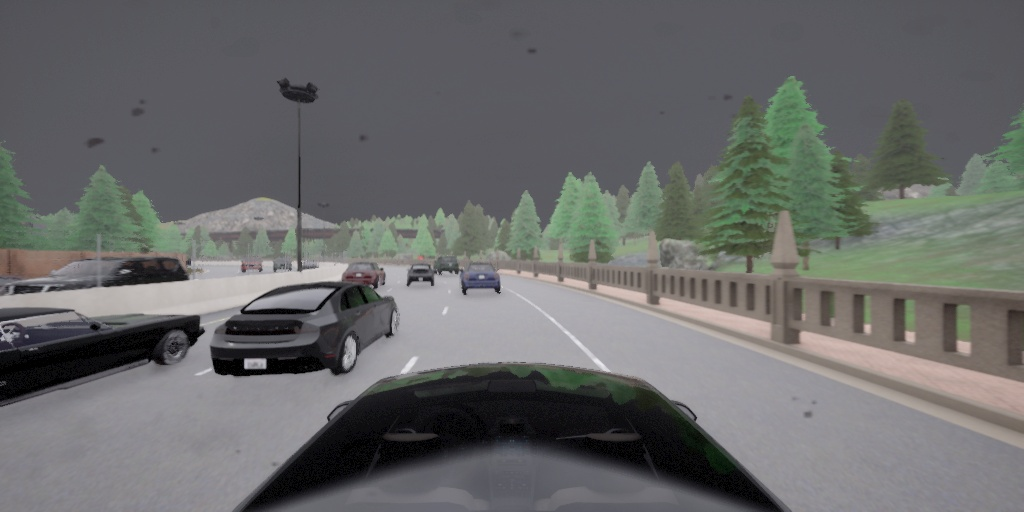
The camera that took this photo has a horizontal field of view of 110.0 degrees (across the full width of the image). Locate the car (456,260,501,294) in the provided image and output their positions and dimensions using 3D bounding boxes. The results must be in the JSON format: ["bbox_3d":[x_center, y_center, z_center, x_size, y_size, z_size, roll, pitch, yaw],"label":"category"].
[{"bbox_3d":[-1.984,1.141,21.083,2.097,1.767,4.553,0,0,-10],"label":"car"}]

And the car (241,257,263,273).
[{"bbox_3d":[-35.431,1.184,49.010,2.150,2.045,5.566,0,0,-32],"label":"car"}]

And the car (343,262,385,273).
[{"bbox_3d":[-9.636,1.175,23.591,2.097,1.767,4.553,0,0,-12],"label":"car"}]

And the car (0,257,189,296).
[{"bbox_3d":[-15.041,1.050,13.481,2.150,2.045,5.566,0,0,-8],"label":"car"}]

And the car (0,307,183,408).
[{"bbox_3d":[-7.095,1.384,5.107,1.895,1.301,4.718,0,0,-2],"label":"car"}]

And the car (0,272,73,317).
[{"bbox_3d":[-18.434,1.365,12.129,1.812,1.442,4.674,0,0,-8],"label":"car"}]

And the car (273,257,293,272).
[{"bbox_3d":[-32.107,1.175,50.319,2.150,2.045,5.566,0,0,-32],"label":"car"}]

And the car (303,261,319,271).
[{"bbox_3d":[-29.533,1.425,52.773,1.882,1.535,5.008,0,0,-32],"label":"car"}]

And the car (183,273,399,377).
[{"bbox_3d":[-3.761,1.279,7.475,1.837,1.490,4.892,0,0,-3],"label":"car"}]

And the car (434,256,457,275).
[{"bbox_3d":[-7.495,1.063,40.511,2.150,2.045,5.566,0,0,-21],"label":"car"}]

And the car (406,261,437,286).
[{"bbox_3d":[-6.728,1.321,26.472,1.837,1.490,4.892,0,0,-14],"label":"car"}]
